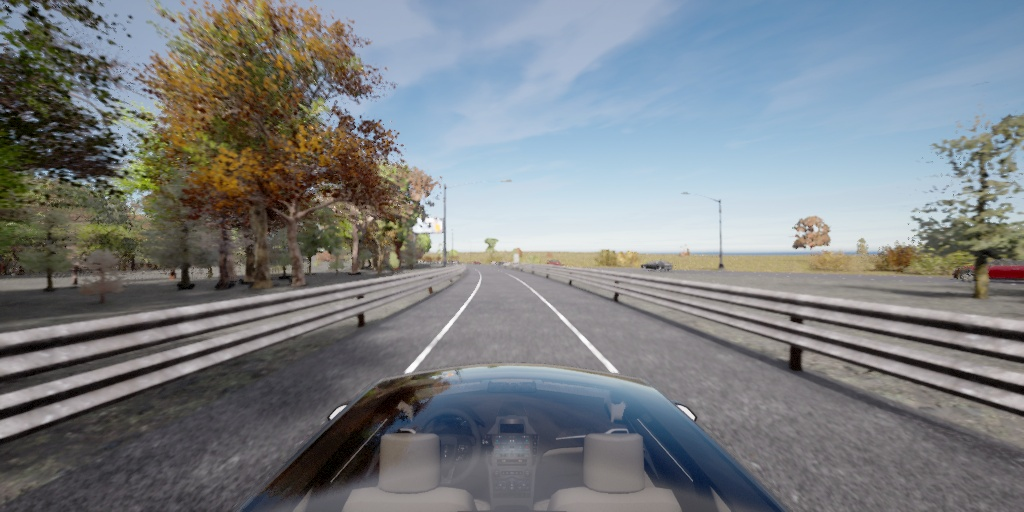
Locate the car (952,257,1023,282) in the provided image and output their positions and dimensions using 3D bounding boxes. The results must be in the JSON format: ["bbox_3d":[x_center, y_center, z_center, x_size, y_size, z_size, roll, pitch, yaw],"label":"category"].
[{"bbox_3d":[32.903,0.877,23.854,2.097,1.767,4.553,0,-1,-24],"label":"car"}]

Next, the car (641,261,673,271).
[{"bbox_3d":[20.637,1.393,51.270,2.128,1.511,4.902,0,-1,-24],"label":"car"}]
